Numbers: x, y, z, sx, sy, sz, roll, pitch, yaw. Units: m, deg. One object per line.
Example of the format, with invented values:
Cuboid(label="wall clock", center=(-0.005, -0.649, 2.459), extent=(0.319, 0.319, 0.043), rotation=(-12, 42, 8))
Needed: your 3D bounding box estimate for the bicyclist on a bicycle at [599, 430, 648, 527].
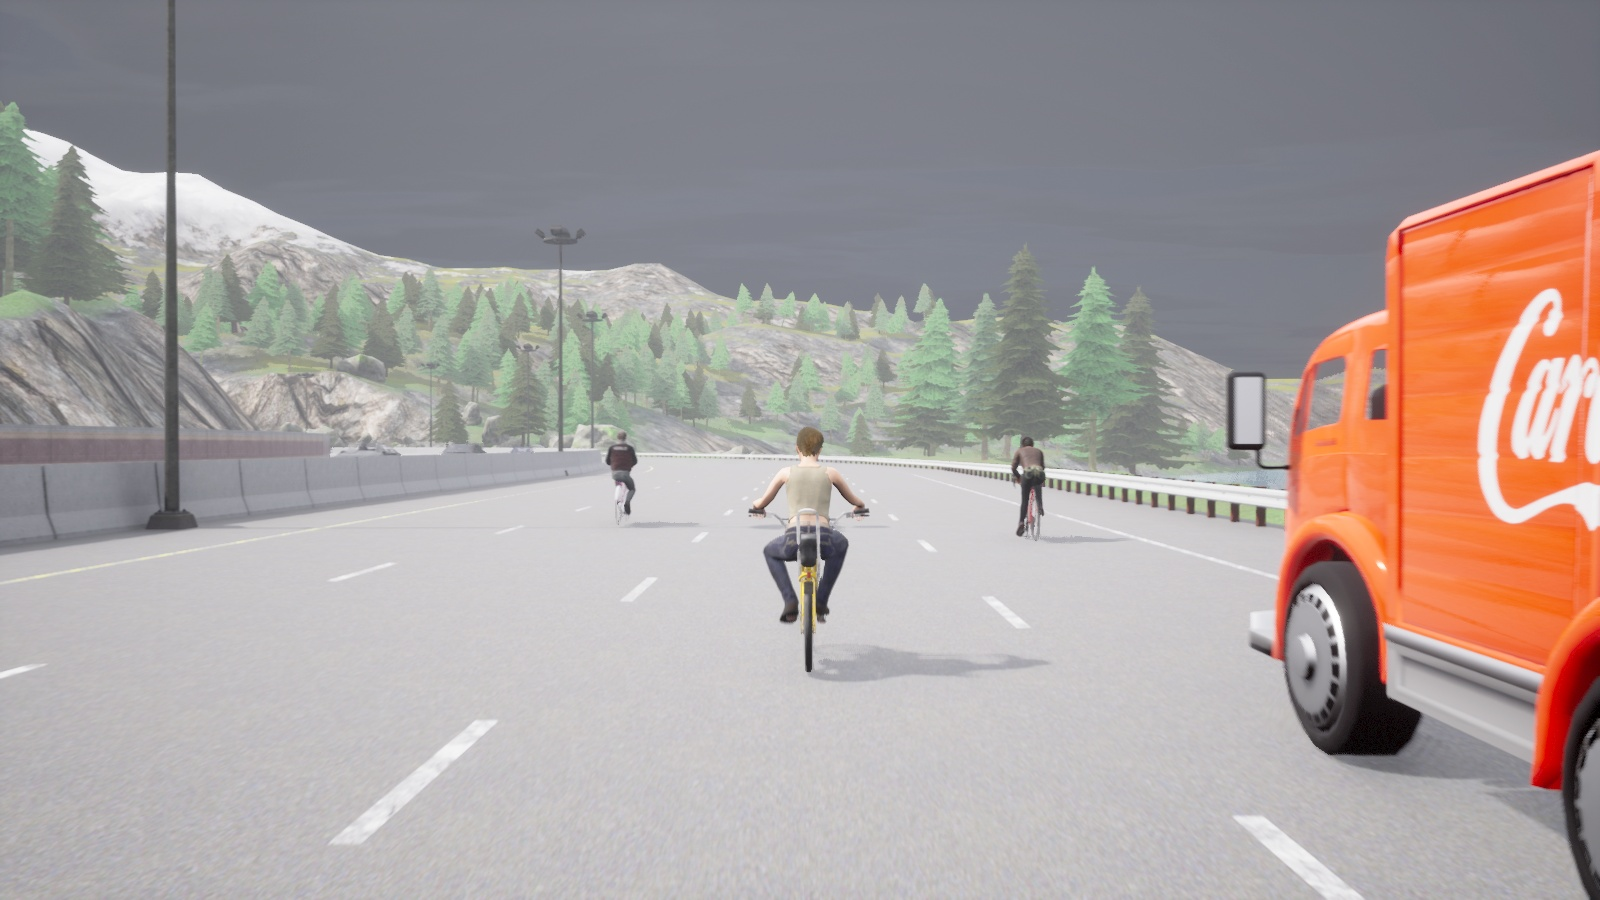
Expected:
Cuboid(label="bicyclist on a bicycle", center=(-3.347, 0.518, 23.943), extent=(0.659, 1.776, 1.843), rotation=(0, 0, 0))

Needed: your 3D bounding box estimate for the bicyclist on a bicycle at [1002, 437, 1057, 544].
Cuboid(label="bicyclist on a bicycle", center=(3.630, 0.622, 19.964), extent=(0.582, 1.620, 1.656), rotation=(0, 0, 0))

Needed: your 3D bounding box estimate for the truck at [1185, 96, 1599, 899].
Cuboid(label="truck", center=(3.543, 0.245, 4.697), extent=(2.627, 2.467, 5.204), rotation=(0, 0, 0))

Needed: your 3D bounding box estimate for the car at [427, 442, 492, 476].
Cuboid(label="car", center=(-17.150, 0.406, 63.463), extent=(2.033, 1.649, 4.856), rotation=(0, 0, -1))

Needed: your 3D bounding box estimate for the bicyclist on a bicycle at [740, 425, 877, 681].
Cuboid(label="bicyclist on a bicycle", center=(0.061, 0.648, 8.673), extent=(0.866, 1.612, 1.509), rotation=(0, 0, 1))

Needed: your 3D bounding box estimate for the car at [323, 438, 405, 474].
Cuboid(label="car", center=(-20.637, 0.267, 59.721), extent=(2.152, 1.651, 5.027), rotation=(0, 0, 0))
